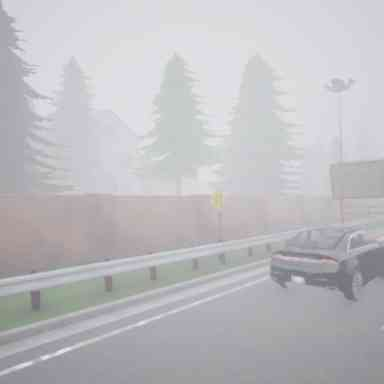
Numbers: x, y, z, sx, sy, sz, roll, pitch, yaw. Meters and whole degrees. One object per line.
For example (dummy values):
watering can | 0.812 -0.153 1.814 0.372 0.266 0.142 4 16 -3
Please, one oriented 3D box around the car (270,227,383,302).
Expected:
car | 3.937 1.704 8.972 2.128 1.511 4.902 -3 -2 43

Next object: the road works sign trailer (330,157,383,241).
road works sign trailer | 6.352 0.615 11.878 2.380 3.560 2.880 -4 1 41
